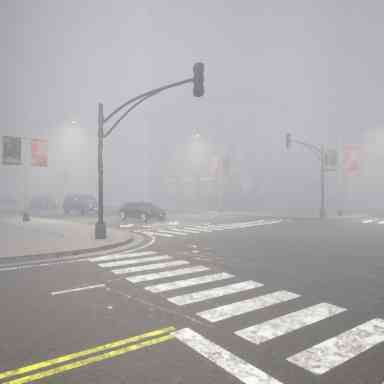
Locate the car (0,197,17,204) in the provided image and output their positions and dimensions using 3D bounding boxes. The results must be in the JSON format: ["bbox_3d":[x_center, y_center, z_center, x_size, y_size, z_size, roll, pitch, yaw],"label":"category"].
[{"bbox_3d":[-33.655,1.532,60.987,1.994,1.385,4.181,0,0,-45],"label":"car"}]

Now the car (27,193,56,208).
[{"bbox_3d":[-22.687,1.201,50.011,5.566,2.045,2.150,0,0,45],"label":"car"}]

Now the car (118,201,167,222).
[{"bbox_3d":[-4.004,1.495,26.439,1.837,1.490,4.892,0,0,-44],"label":"car"}]

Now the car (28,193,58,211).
[{"bbox_3d":[-18.121,1.334,40.577,2.097,1.767,4.553,0,0,-45],"label":"car"}]

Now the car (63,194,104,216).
[{"bbox_3d":[-11.022,1.208,33.463,2.150,2.045,5.566,0,0,-45],"label":"car"}]
